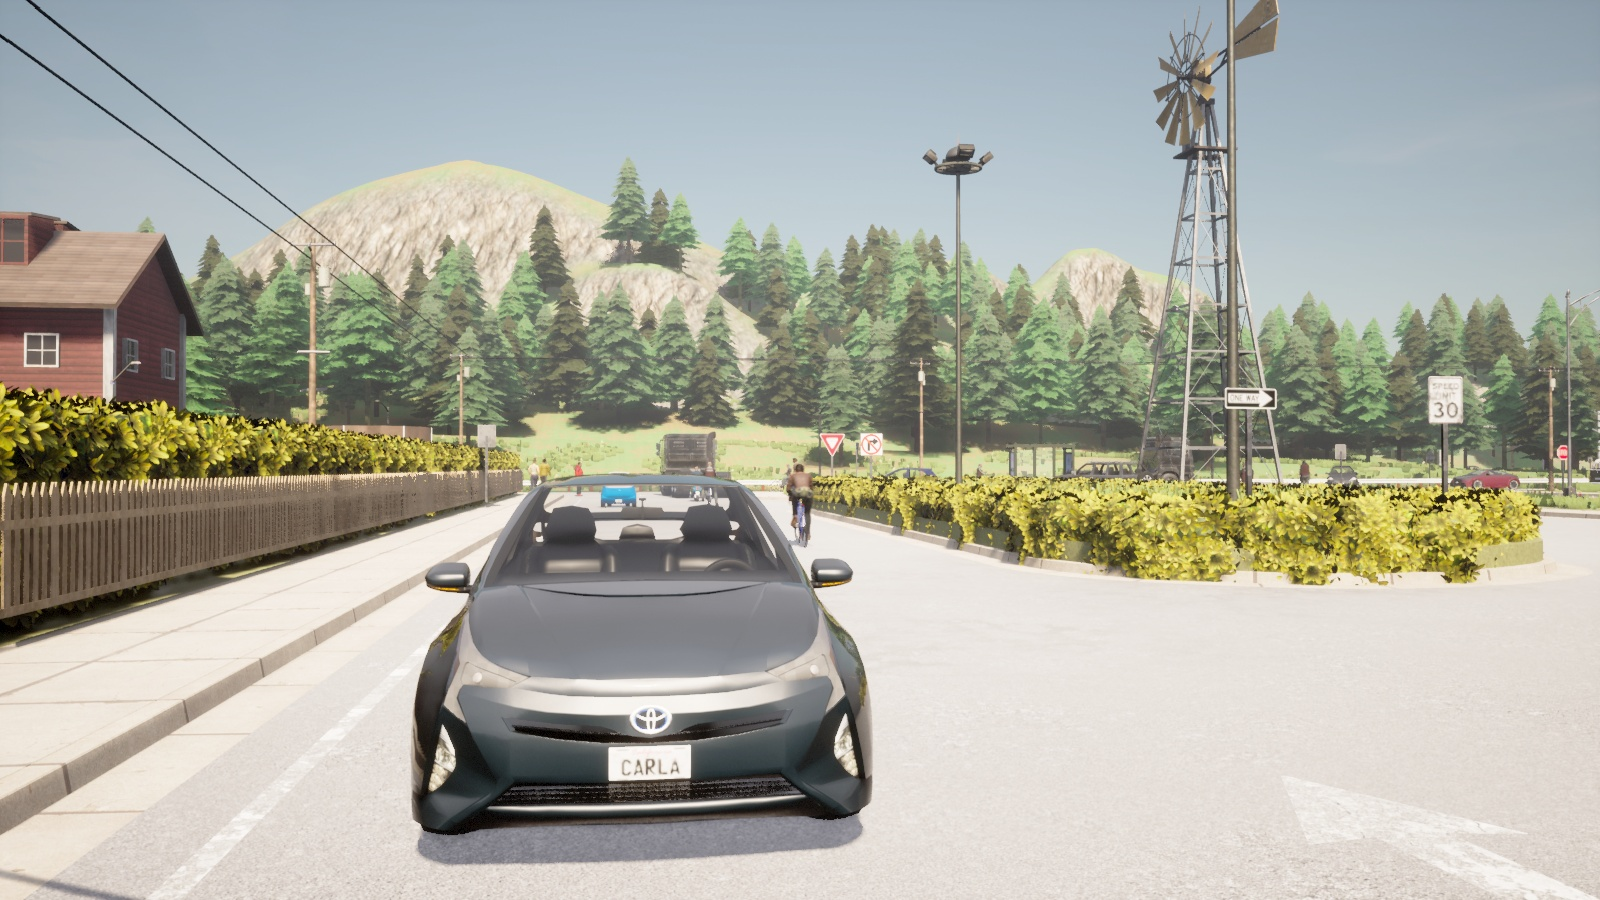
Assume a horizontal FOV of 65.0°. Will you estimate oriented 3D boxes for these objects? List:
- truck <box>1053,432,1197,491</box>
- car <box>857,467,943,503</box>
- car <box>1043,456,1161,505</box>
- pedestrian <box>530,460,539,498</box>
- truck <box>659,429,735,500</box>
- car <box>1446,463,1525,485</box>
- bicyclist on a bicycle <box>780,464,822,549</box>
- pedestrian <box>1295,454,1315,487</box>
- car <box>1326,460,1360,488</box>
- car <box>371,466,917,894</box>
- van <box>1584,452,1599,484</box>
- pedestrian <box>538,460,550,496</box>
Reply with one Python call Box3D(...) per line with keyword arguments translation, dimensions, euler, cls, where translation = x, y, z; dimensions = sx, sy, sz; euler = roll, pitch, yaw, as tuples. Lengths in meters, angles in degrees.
Box3D(translation=(19.659, 0.681, 76.158), dimensions=(7.936, 3.462, 2.891), euler=(0, -1, -8), cls="truck")
Box3D(translation=(4.358, 1.518, 54.319), dimensions=(3.633, 1.501, 1.845), euler=(-1, -1, 7), cls="car")
Box3D(translation=(12.093, 1.203, 50.584), dimensions=(1.932, 1.855, 4.605), euler=(0, -1, -30), cls="car")
Box3D(translation=(-12.809, 1.393, 60.594), dimensions=(0.345, 1.836, 0.594), euler=(0, -1, -6), cls="pedestrian")
Box3D(translation=(-5.481, 0.757, 65.464), dimensions=(2.891, 3.462, 7.936), euler=(0, -1, -13), cls="truck")
Box3D(translation=(45.465, 1.597, 83.338), dimensions=(4.181, 1.385, 1.994), euler=(0, -1, -8), cls="car")
Box3D(translation=(0.016, 1.101, 24.918), dimensions=(0.582, 1.620, 1.656), euler=(0, -1, -8), cls="bicyclist on a bicycle")
Box3D(translation=(28.987, 1.182, 72.088), dimensions=(0.634, 1.844, 0.899), euler=(0, -1, -10), cls="pedestrian")
Box3D(translation=(33.019, 1.448, 76.442), dimensions=(1.851, 1.617, 3.988), euler=(-1, -1, 22), cls="car")
Box3D(translation=(-0.869, 0.861, 6.908), dimensions=(2.007, 1.525, 4.514), euler=(0, -1, -8), cls="car")
Box3D(translation=(53.349, 1.156, 80.929), dimensions=(4.480, 2.038, 2.069), euler=(0, -1, -8), cls="van")
Box3D(translation=(-13.164, 1.450, 64.588), dimensions=(0.431, 1.840, 0.709), euler=(0, -1, -1), cls="pedestrian")
